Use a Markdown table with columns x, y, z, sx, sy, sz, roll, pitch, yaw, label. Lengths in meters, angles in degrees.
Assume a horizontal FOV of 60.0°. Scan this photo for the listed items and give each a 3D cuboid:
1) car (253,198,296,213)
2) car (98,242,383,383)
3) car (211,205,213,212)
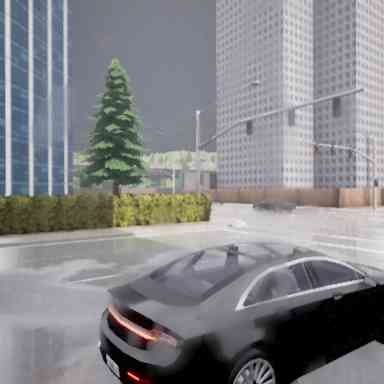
| x | y | z | sx | sy | sz | roll | pitch | yaw | label |
| --- | --- | --- | --- | --- | --- | --- | --- | --- | --- |
| 8.542 | 1.384 | 34.806 | 2.128 | 1.511 | 4.902 | 0 | 0 | -34 | car |
| 1.205 | 1.477 | 4.666 | 4.902 | 1.511 | 2.128 | 0 | 0 | -35 | car |
| 0.204 | 1.412 | 34.272 | 2.128 | 1.511 | 4.902 | 0 | 0 | -35 | car |
